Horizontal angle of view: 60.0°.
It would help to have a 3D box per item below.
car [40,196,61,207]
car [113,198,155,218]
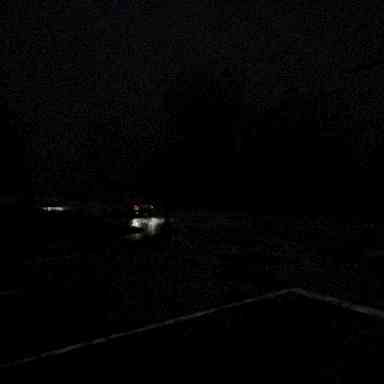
[{"bbox_3d":[-21.358,1.403,50.058,1.882,1.535,5.008,0,0,-39],"label":"car"},{"bbox_3d":[-5.274,1.324,29.966,2.097,1.767,4.553,0,0,-39],"label":"car"}]
